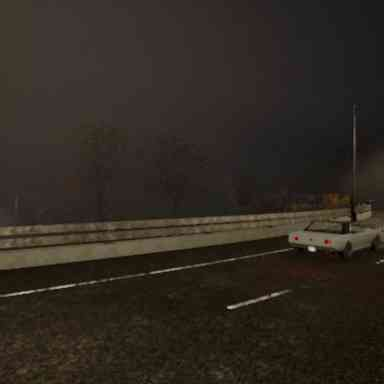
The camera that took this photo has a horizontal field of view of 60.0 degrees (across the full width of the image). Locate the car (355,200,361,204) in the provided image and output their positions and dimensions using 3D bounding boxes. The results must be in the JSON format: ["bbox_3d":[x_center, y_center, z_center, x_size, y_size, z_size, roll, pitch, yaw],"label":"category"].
[{"bbox_3d":[40.293,2.590,84.898,1.882,1.535,5.008,0,-1,2],"label":"car"}]

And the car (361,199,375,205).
[{"bbox_3d":[43.786,2.616,84.672,1.882,1.535,5.008,0,-1,2],"label":"car"}]

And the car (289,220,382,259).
[{"bbox_3d":[5.957,1.796,13.470,4.718,1.301,1.895,1,-1,-42],"label":"car"}]
